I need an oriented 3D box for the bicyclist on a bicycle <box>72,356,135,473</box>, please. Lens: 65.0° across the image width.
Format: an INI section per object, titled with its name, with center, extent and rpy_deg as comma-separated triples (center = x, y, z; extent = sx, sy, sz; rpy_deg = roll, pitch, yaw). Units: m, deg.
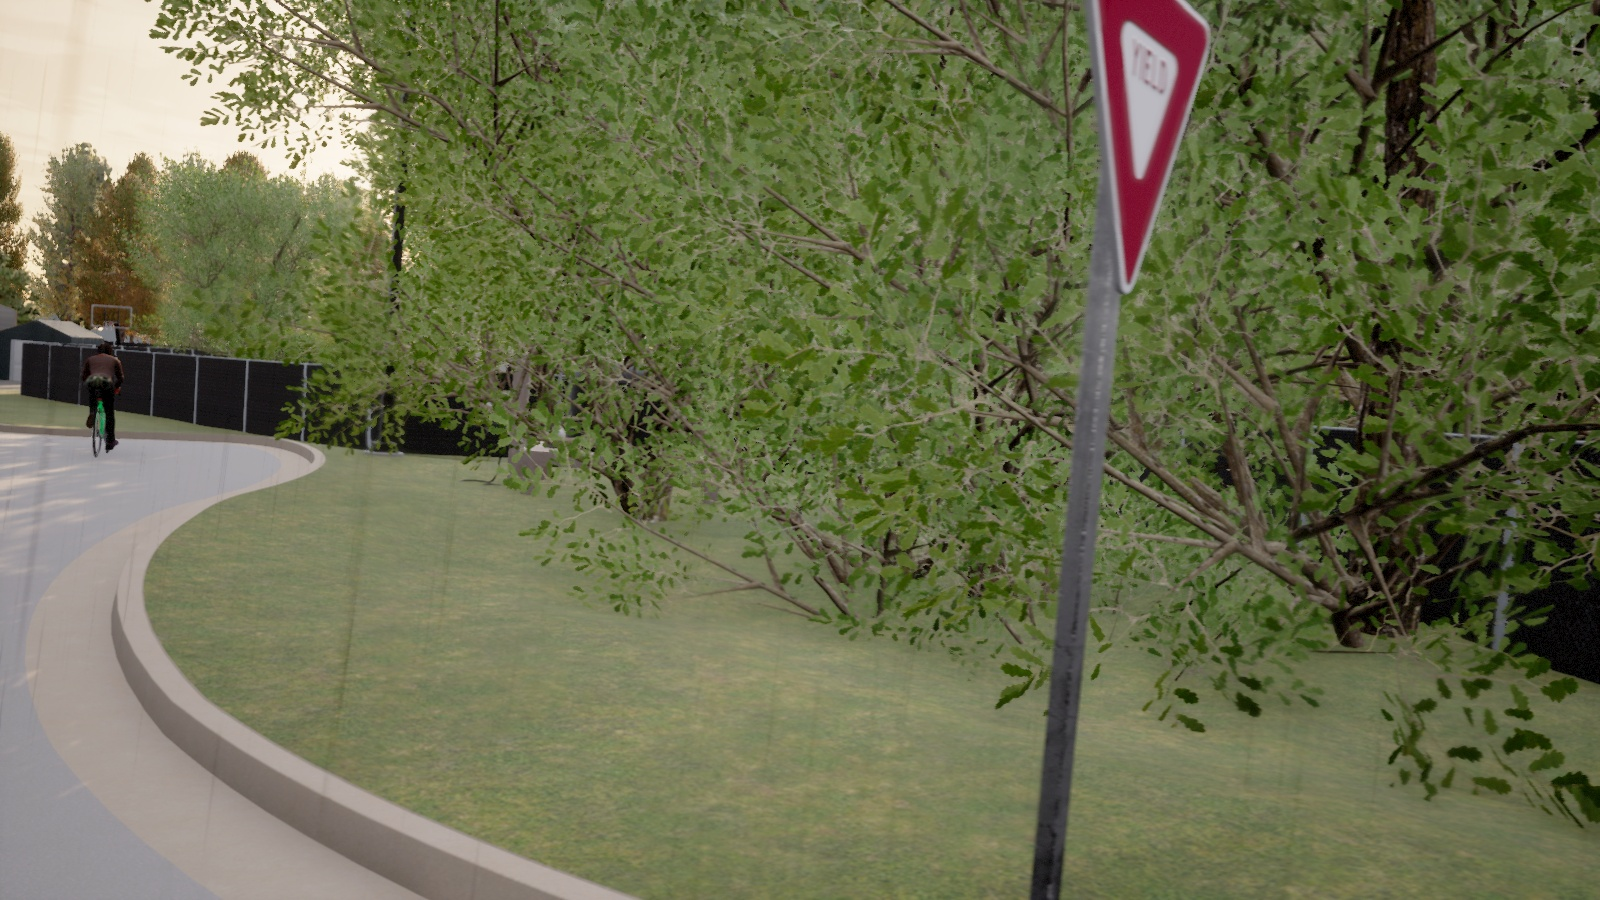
[bicyclist on a bicycle]
center = -10.084, -0.534, 18.222
extent = 0.582, 1.620, 1.656
rpy_deg = 0, 3, -22
